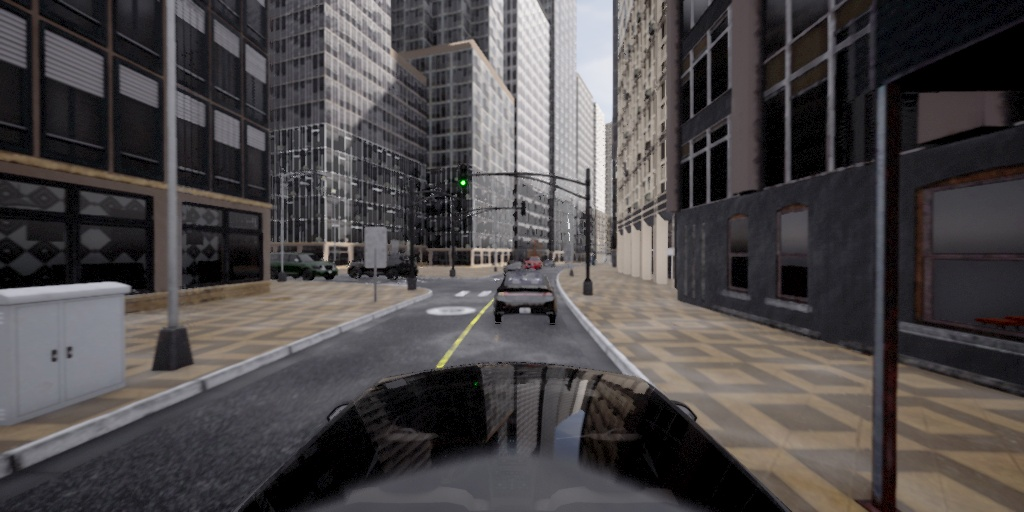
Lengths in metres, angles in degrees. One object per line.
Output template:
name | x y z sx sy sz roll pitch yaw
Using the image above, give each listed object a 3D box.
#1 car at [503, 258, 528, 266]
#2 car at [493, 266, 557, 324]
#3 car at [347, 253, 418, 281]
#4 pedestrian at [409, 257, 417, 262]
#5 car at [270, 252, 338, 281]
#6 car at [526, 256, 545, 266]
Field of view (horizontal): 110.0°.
car | 0.244 1.302 38.389 1.837 1.490 4.892 0 1 10
car | 0.449 1.246 12.006 2.128 1.511 4.902 0 0 2
car | -10.112 0.805 28.164 5.566 2.045 2.150 1 1 16
pedestrian | -8.461 0.720 30.423 0.375 1.860 0.375 0 0 19
car | -15.679 0.764 26.687 5.566 2.045 2.150 1 1 19
car | 2.974 1.082 52.562 2.150 2.045 5.566 0 1 13
